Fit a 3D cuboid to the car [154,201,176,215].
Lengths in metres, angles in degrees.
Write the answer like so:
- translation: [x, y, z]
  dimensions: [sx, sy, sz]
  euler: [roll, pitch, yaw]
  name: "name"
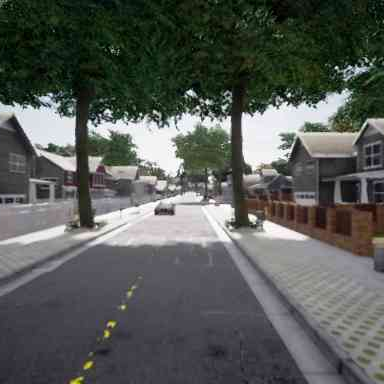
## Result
- translation: [-2.739, 1.597, 34.125]
  dimensions: [1.994, 1.385, 4.181]
  euler: [0, 0, 0]
  name: "car"
